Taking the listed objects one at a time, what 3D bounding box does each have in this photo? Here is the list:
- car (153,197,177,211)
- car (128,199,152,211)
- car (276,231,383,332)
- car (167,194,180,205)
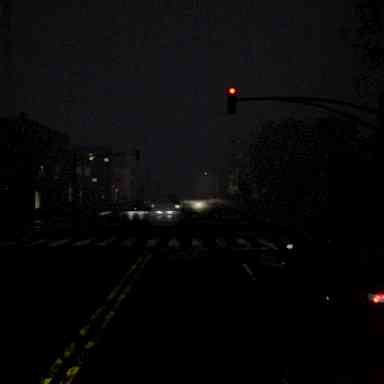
[{"bbox_3d":[-3.372,1.627,41.762,1.994,1.385,4.181,0,0,0],"label":"car"},{"bbox_3d":[-6.625,1.610,41.419,2.033,1.411,5.357,0,0,0],"label":"car"},{"bbox_3d":[3.351,1.558,7.204,2.033,1.411,5.357,0,0,0],"label":"car"},{"bbox_3d":[-3.365,1.317,60.680,2.150,2.045,5.566,0,0,0],"label":"car"}]
